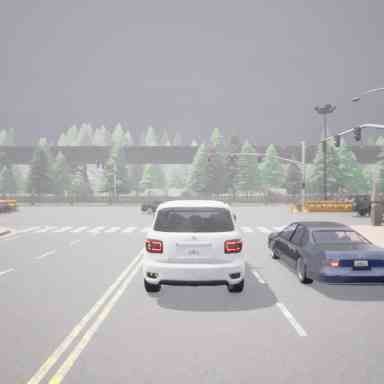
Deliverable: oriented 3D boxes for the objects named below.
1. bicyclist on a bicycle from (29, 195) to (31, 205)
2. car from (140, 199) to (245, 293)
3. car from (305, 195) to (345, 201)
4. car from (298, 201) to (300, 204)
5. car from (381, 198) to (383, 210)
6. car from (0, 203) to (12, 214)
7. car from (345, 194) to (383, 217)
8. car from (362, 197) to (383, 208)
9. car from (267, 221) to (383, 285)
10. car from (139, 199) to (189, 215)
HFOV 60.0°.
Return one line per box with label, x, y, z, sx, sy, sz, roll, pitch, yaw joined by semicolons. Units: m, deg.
bicyclist on a bicycle;-27.009;1.300;55.766;0.582;1.620;1.656;0;0;0
car;0.068;1.221;9.018;2.150;2.045;5.566;0;0;1
car;16.677;1.491;40.734;4.902;1.511;2.128;0;0;0
car;17.834;1.477;47.728;5.008;1.535;1.882;0;0;0
car;26.180;1.477;40.687;5.008;1.535;1.882;0;0;0
car;-20.845;1.353;33.749;4.553;1.767;2.097;0;0;0
car;17.373;1.223;30.030;5.566;2.045;2.150;0;0;0
car;27.327;1.505;47.680;4.892;1.490;1.837;0;0;0
car;3.577;1.547;9.506;2.033;1.411;5.357;0;0;0
car;-2.728;1.505;33.644;4.892;1.490;1.837;0;0;0
